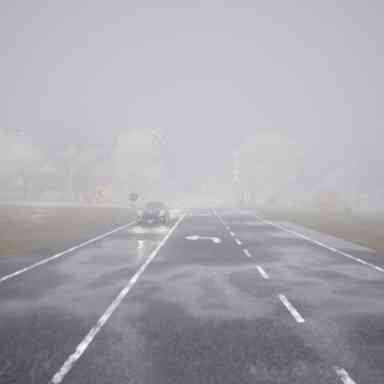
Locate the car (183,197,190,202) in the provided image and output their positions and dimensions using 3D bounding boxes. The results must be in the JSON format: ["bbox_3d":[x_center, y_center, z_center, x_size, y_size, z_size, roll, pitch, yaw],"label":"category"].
[{"bbox_3d":[-1.456,1.991,90.728,2.033,1.411,5.357,0,0,1],"label":"car"}]

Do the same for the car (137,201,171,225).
[{"bbox_3d":[-2.854,1.484,25.405,2.097,1.767,4.553,0,0,2],"label":"car"}]
